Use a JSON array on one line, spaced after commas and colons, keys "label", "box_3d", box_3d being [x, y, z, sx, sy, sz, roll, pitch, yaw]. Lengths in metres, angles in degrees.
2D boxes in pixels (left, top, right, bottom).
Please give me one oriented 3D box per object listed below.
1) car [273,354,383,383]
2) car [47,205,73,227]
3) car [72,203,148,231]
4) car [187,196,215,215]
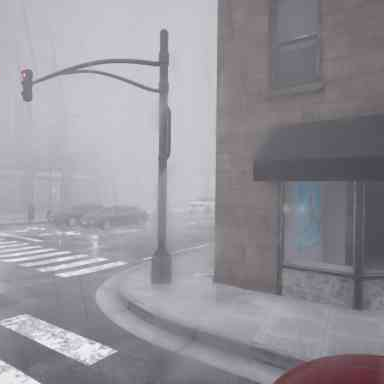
[{"label": "car", "box_3d": [2.382, 1.545, 1.254, 4.507, 1.381, 1.887, 0, 1, 35]}, {"label": "car", "box_3d": [-7.666, 1.568, 23.445, 1.837, 1.490, 4.892, 1, 0, 35]}, {"label": "car", "box_3d": [-4.952, 1.614, 21.653, 1.837, 1.490, 4.892, 1, 1, 35]}, {"label": "car", "box_3d": [1.771, 1.424, 36.682, 2.150, 2.045, 5.566, 1, 0, 36]}]
